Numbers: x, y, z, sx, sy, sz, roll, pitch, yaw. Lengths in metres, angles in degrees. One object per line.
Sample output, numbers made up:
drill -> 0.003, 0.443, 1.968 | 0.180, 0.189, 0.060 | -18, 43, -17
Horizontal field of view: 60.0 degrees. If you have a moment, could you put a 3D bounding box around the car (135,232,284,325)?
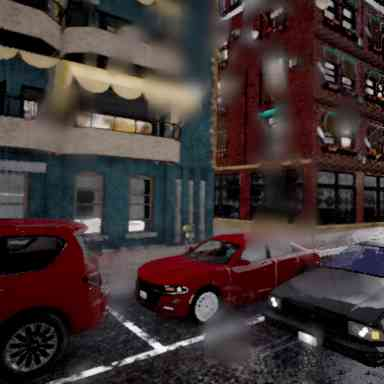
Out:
car -> 0.963, 1.600, 7.244 | 4.507, 1.381, 1.887 | 1, 0, -36

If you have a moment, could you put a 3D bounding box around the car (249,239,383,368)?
car -> 3.715, 1.611, 6.045 | 5.357, 1.411, 2.033 | 1, 0, -36

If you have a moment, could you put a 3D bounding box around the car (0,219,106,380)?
car -> -3.556, 1.322, 3.989 | 5.009, 1.841, 2.192 | 1, 0, -36
